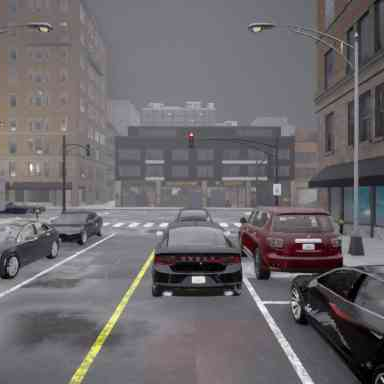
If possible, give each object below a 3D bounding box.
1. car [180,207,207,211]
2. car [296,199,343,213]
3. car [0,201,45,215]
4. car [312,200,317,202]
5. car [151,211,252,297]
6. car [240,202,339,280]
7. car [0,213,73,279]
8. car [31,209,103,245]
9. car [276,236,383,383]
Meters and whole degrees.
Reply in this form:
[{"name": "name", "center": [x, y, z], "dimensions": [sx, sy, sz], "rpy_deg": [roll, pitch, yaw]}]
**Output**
[{"name": "car", "center": [0.057, 1.504, 16.202], "dimensions": [1.837, 1.490, 4.892], "rpy_deg": [0, 0, 0]}, {"name": "car", "center": [14.436, 1.605, 37.881], "dimensions": [4.674, 1.442, 1.812], "rpy_deg": [0, 0, 0]}, {"name": "car", "center": [-16.210, 1.529, 31.014], "dimensions": [4.718, 1.301, 1.895], "rpy_deg": [0, 0, 0]}, {"name": "car", "center": [15.248, 1.305, 34.654], "dimensions": [5.566, 2.045, 2.150], "rpy_deg": [0, 0, 0]}, {"name": "car", "center": [0.061, 1.477, 8.652], "dimensions": [1.882, 1.535, 5.008], "rpy_deg": [0, 0, -1]}, {"name": "car", "center": [2.622, 1.314, 9.880], "dimensions": [2.192, 1.841, 5.009], "rpy_deg": [0, 0, 0]}, {"name": "car", "center": [-5.403, 1.550, 9.869], "dimensions": [2.008, 1.369, 4.403], "rpy_deg": [0, 0, 0]}, {"name": "car", "center": [-5.411, 1.565, 15.531], "dimensions": [1.947, 1.339, 4.313], "rpy_deg": [0, 0, 0]}, {"name": "car", "center": [2.630, 1.566, 4.218], "dimensions": [1.947, 1.339, 4.313], "rpy_deg": [0, 0, 0]}]
